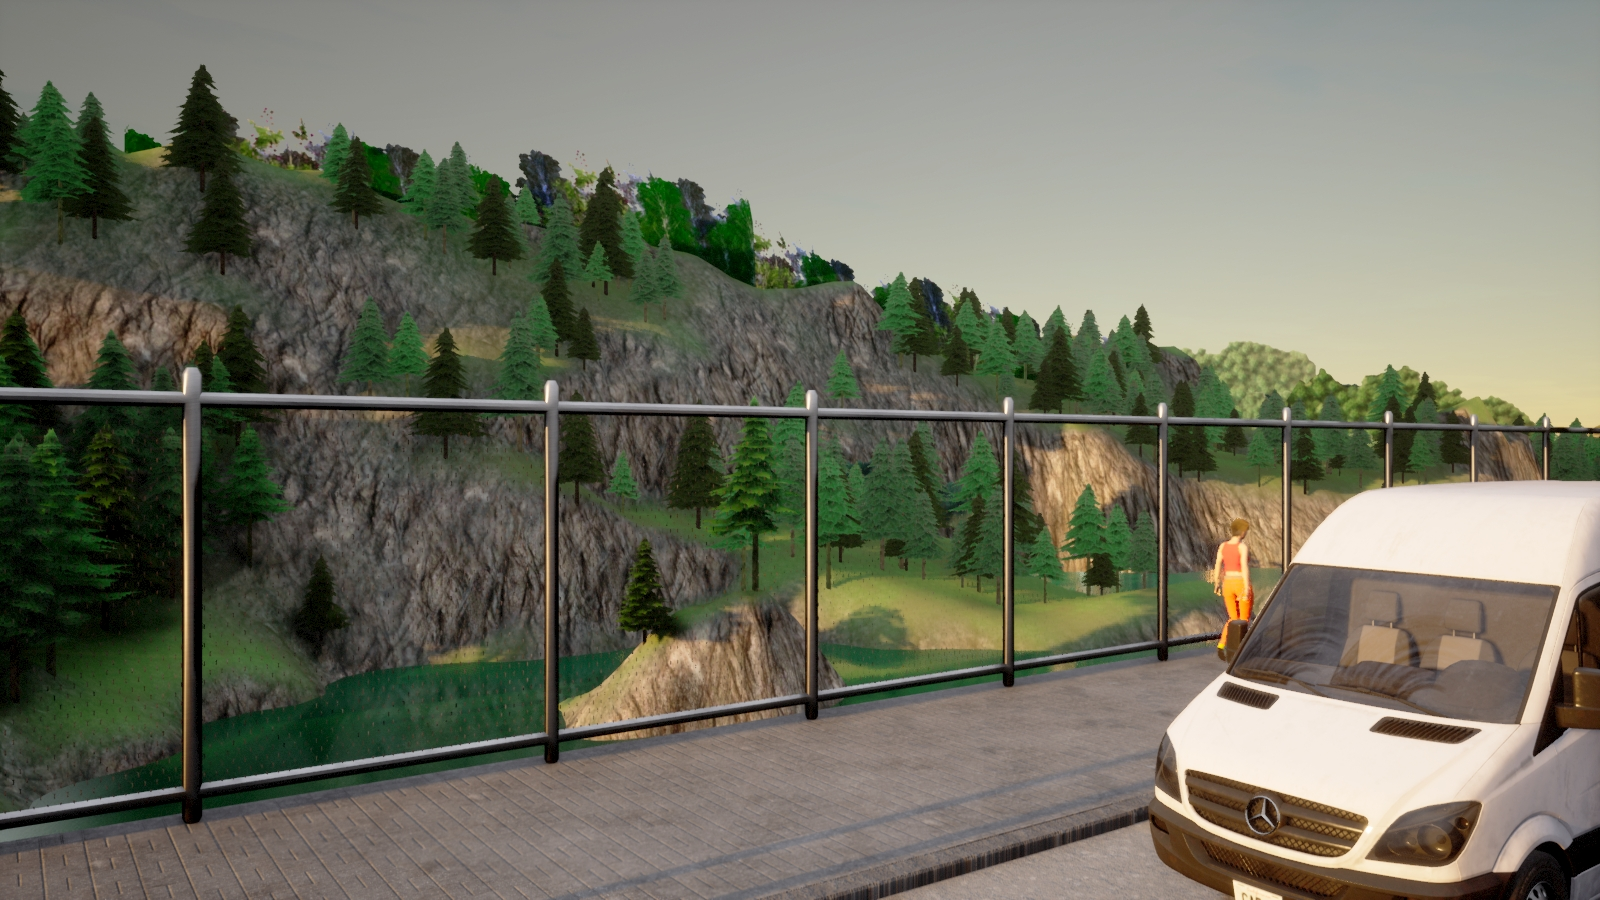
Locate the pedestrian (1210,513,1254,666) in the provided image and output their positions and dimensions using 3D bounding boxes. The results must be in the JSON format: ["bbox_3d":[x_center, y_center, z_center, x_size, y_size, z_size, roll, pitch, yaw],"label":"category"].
[{"bbox_3d":[5.434,1.739,14.375,0.375,1.860,0.375,0,0,-34],"label":"pedestrian"}]

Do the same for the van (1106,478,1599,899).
[{"bbox_3d":[4.843,1.531,7.777,5.915,2.561,1.988,0,0,-35],"label":"van"}]
